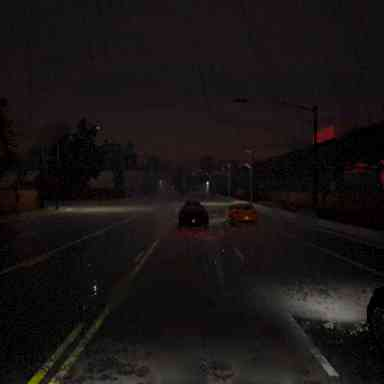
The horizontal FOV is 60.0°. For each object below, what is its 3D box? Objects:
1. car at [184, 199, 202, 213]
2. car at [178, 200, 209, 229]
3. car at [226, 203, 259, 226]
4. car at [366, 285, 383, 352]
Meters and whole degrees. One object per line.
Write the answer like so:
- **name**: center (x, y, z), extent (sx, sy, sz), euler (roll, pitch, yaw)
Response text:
- **car**: center (0.076, 1.587, 37.785), extent (1.994, 1.385, 4.181), euler (0, 0, 0)
- **car**: center (0.095, 1.553, 22.122), extent (1.882, 1.535, 5.008), euler (0, 0, 0)
- **car**: center (3.595, 1.551, 24.329), extent (1.882, 1.535, 5.008), euler (0, 0, 0)
- **car**: center (3.598, 1.542, 3.200), extent (1.812, 1.442, 4.674), euler (0, 0, 0)
